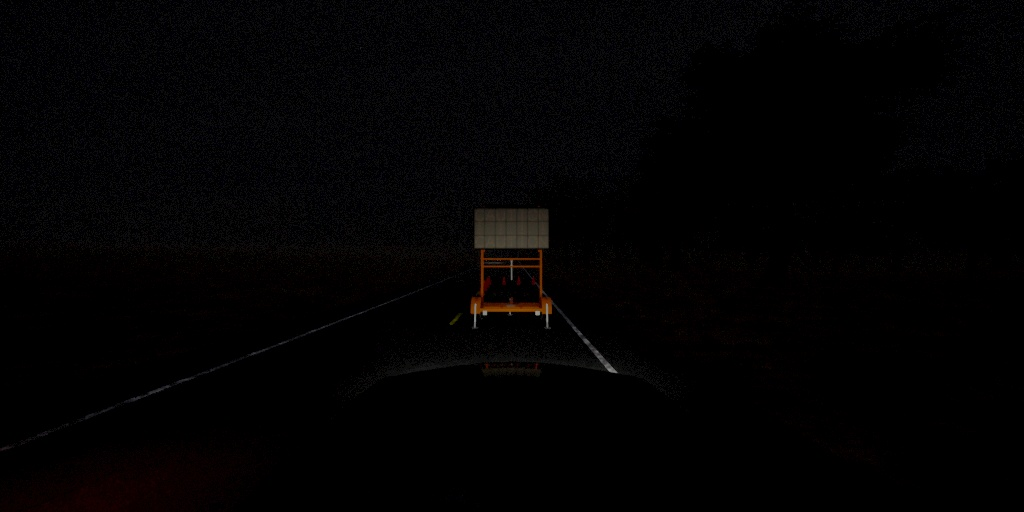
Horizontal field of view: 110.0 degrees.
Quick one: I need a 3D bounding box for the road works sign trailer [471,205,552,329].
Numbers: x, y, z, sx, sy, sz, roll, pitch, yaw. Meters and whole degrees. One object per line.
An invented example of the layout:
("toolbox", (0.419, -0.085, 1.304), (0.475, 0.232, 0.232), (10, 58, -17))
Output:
("road works sign trailer", (-0.012, 0.207, 11.277), (2.380, 3.560, 2.880), (0, 0, 0))
